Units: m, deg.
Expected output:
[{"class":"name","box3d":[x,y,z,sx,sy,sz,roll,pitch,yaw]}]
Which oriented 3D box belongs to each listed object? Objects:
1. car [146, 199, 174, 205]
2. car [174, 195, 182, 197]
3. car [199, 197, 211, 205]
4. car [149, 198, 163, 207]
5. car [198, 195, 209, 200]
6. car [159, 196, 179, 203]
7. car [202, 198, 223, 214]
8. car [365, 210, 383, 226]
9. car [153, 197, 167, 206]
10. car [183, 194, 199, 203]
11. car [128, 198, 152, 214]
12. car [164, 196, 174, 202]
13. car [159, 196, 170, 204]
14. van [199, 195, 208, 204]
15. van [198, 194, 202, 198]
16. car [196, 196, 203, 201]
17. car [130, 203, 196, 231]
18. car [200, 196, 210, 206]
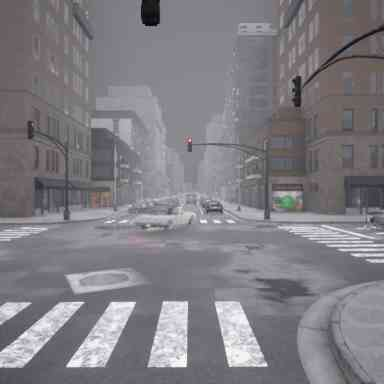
[{"class":"car","box3d":[-3.129,1.637,33.460,1.895,1.301,4.718,0,0,0]},{"class":"car","box3d":[-3.078,1.636,53.397,1.994,1.385,4.181,0,0,0]},{"class":"car","box3d":[2.418,1.647,63.635,2.008,1.369,4.403,0,0,0]},{"class":"car","box3d":[-5.628,1.653,52.629,1.802,1.307,4.206,0,0,0]},{"class":"car","box3d":[2.397,1.637,52.614,1.947,1.339,4.313,0,0,0]},{"class":"car","box3d":[-3.105,1.617,43.438,1.994,1.385,4.181,0,0,1]},{"class":"car","box3d":[2.364,1.606,36.081,1.947,1.339,4.313,0,0,0]},{"class":"car","box3d":[13.384,1.442,20.591,4.902,1.511,2.128,0,0,0]},{"class":"car","box3d":[-5.617,1.634,58.140,2.008,1.369,4.403,0,0,0]},{"class":"car","box3d":[-0.125,1.583,61.425,2.128,1.511,4.902,0,0,0]},{"class":"car","box3d":[-5.661,1.480,36.098,1.967,1.590,4.097,0,0,0]},{"class":"car","box3d":[-5.574,1.694,80.183,2.008,1.369,4.403,0,0,0]},{"class":"car","box3d":[-5.596,1.552,69.162,1.967,1.590,4.097,0,0,0]},{"class":"van","box3d":[2.429,1.453,69.146,1.690,1.788,3.998,0,0,0]},{"class":"van","box3d":[2.408,1.424,58.125,1.690,1.788,3.998,0,0,0]},{"class":"car","box3d":[2.061,1.698,90.050,1.812,1.442,4.674,0,0,0]},{"class":"car","box3d":[-1.504,1.616,20.870,1.895,1.301,4.718,0,0,27]},{"class":"car","box3d":[2.386,1.641,47.103,1.802,1.307,4.206,0,0,0]}]
